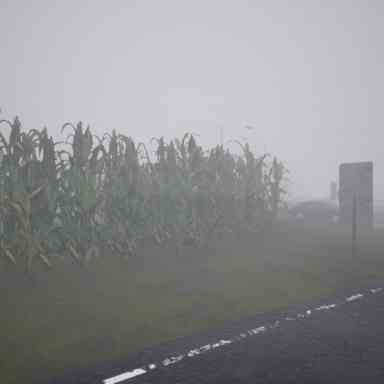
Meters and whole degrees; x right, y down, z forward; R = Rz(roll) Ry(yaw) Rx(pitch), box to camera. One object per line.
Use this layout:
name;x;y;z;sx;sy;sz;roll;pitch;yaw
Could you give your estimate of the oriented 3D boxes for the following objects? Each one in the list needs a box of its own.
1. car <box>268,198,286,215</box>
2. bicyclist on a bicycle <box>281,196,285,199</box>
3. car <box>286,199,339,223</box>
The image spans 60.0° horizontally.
car;7.974;1.315;30.816;1.812;1.442;4.674;1;0;-36
bicyclist on a bicycle;9.327;1.246;34.080;1.656;1.620;0.582;-1;1;-36
car;9.479;1.330;23.650;1.837;1.490;4.892;1;0;-36
